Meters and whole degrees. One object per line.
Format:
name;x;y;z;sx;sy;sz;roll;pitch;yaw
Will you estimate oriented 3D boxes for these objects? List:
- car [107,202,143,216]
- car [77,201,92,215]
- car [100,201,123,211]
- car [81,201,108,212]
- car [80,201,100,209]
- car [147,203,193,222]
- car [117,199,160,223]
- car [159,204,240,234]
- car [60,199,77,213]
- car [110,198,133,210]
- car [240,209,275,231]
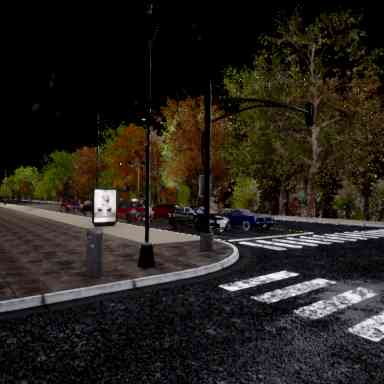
car;-7.560;1.871;37.220;2.033;1.411;5.357;1;-1;-35
car;-10.125;1.770;35.222;2.128;1.511;4.902;1;-1;-35
car;-11.976;2.023;49.529;1.812;1.442;4.674;1;-1;-34
car;-13.558;1.980;45.958;2.033;1.411;5.357;1;-1;-34
car;-17.849;2.203;57.969;1.895;1.301;4.718;1;-1;-35
car;-2.034;1.750;29.226;1.812;1.442;4.674;1;-1;-35
car;-4.921;1.537;27.692;2.097;1.767;4.553;1;-1;-35
car;0.298;1.582;20.120;2.128;1.511;4.902;1;-1;-34
car;-15.728;1.732;43.378;2.097;1.767;4.553;1;-1;-34
car;-11.591;1.935;54.713;2.097;1.767;4.553;1;-1;-34
car;3.120;1.732;21.771;1.895;1.301;4.718;1;-1;-35
